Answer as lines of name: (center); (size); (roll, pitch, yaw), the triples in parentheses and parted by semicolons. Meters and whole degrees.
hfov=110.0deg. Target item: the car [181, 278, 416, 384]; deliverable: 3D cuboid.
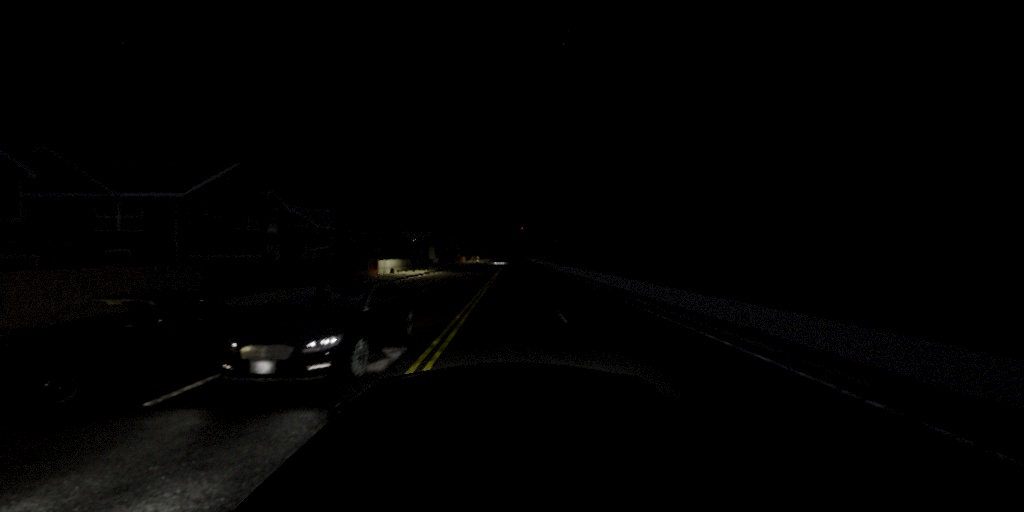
car: (-3.349, 1.226, 7.273); (2.128, 1.511, 4.902); (0, 0, 0)

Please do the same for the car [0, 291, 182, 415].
car: (-6.602, 1.339, 6.092); (1.895, 1.301, 4.718); (0, 0, 0)
